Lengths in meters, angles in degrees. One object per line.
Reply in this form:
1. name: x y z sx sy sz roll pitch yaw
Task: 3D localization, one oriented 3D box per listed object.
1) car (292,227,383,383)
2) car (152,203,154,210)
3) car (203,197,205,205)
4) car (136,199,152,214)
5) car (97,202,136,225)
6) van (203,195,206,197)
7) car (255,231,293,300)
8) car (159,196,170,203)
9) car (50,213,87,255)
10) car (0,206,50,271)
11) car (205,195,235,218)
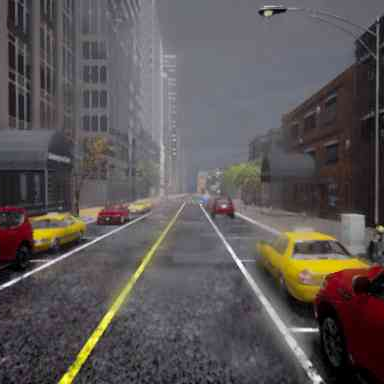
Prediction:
1. car: 2.674 1.319 2.546 2.192 1.841 5.009 -1 0 0
2. car: -5.705 1.580 41.128 1.752 1.417 4.829 -1 0 0
3. car: 2.676 1.620 41.287 1.947 1.339 4.313 -1 0 0
4. car: -5.705 1.572 35.594 1.752 1.417 4.829 -1 0 0
5. car: -5.704 1.577 24.694 1.887 1.381 4.507 -1 0 0
6. van: 2.672 1.417 57.890 1.690 1.788 3.998 -1 0 0
7. car: 2.677 1.536 8.250 1.752 1.417 4.829 -1 0 0
8. car: -5.708 1.531 68.973 1.967 1.590 4.097 -1 0 0
9. car: -5.703 1.543 13.455 1.752 1.417 4.829 -1 0 0
10. car: -5.706 1.326 8.089 2.192 1.841 5.009 -1 0 0
11. car: 2.673 1.355 30.219 2.192 1.841 5.009 -1 0 0
